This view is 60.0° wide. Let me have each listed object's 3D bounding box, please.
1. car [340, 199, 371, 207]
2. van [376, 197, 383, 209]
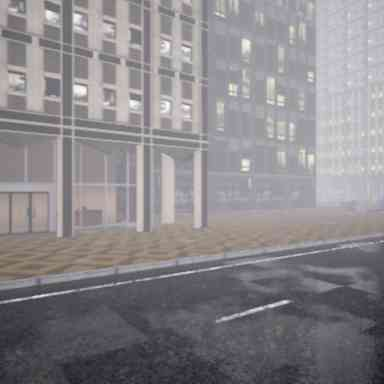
[{"bbox_3d":[25.763,1.801,52.563,1.887,1.381,4.507,0,0,-34],"label":"car"},{"bbox_3d":[28.942,1.622,48.027,1.690,1.788,3.998,0,0,-34],"label":"van"}]
